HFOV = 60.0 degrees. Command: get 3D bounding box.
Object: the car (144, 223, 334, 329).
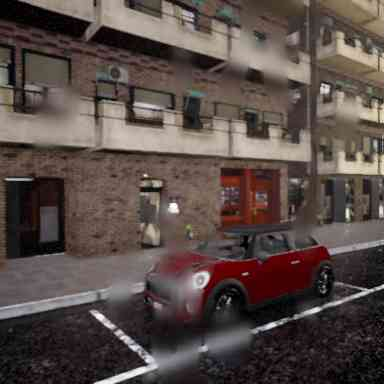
[{"bbox_3d":[1.049,1.433,6.857,4.097,1.590,1.967,0,-1,-35],"label":"car"}]
